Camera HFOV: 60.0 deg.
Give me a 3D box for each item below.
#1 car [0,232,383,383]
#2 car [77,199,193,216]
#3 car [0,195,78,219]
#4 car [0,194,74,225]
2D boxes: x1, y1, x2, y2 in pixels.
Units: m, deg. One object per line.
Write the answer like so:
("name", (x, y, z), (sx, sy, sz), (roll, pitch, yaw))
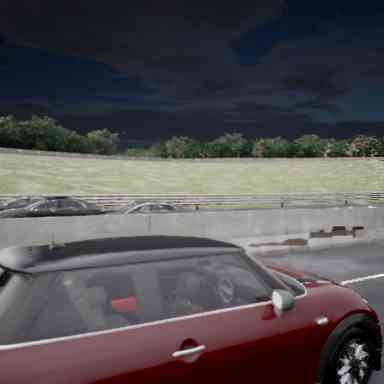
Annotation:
("car", (-0.022, 1.260, 3.695), (4.553, 1.767, 2.097), (0, 1, -29))
("car", (-2.215, 1.123, 14.693), (4.902, 1.511, 2.128), (0, 1, -29))
("car", (-6.783, 1.034, 16.180), (4.892, 1.490, 1.837), (0, 1, -29))
("car", (-9.416, 0.924, 18.728), (4.902, 1.511, 2.128), (0, 1, -29))
